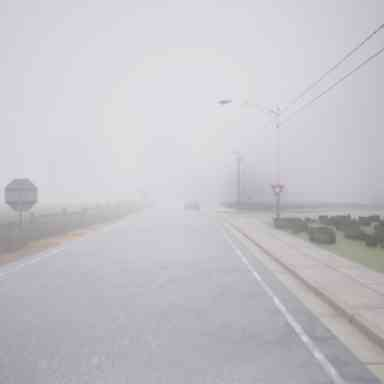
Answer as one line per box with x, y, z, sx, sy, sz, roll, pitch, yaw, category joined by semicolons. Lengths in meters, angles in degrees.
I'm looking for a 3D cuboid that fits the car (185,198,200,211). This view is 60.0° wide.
0.060;1.698;41.609;1.895;1.301;4.718;0;0;1;car

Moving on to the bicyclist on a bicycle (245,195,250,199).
12.468;1.552;74.234;1.656;1.620;0.582;0;0;33;bicyclist on a bicycle

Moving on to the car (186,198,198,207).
-0.008;1.680;56.185;2.033;1.411;5.357;0;0;-1;car
